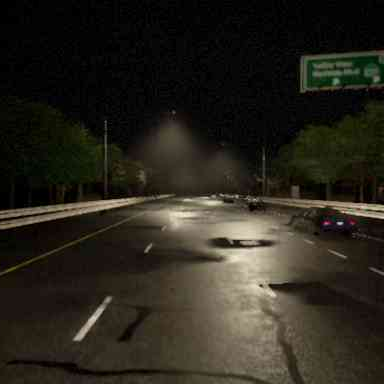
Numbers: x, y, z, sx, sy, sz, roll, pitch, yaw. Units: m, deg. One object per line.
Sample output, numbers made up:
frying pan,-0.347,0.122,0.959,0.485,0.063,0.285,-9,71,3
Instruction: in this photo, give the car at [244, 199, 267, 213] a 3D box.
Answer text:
car,7.037,1.485,37.304,2.128,1.511,4.902,0,0,0

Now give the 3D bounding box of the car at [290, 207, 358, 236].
car,7.016,1.544,18.279,2.033,1.411,5.357,0,0,0

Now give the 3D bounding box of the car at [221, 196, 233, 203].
car,7.066,1.556,66.791,1.994,1.385,4.181,0,0,0
